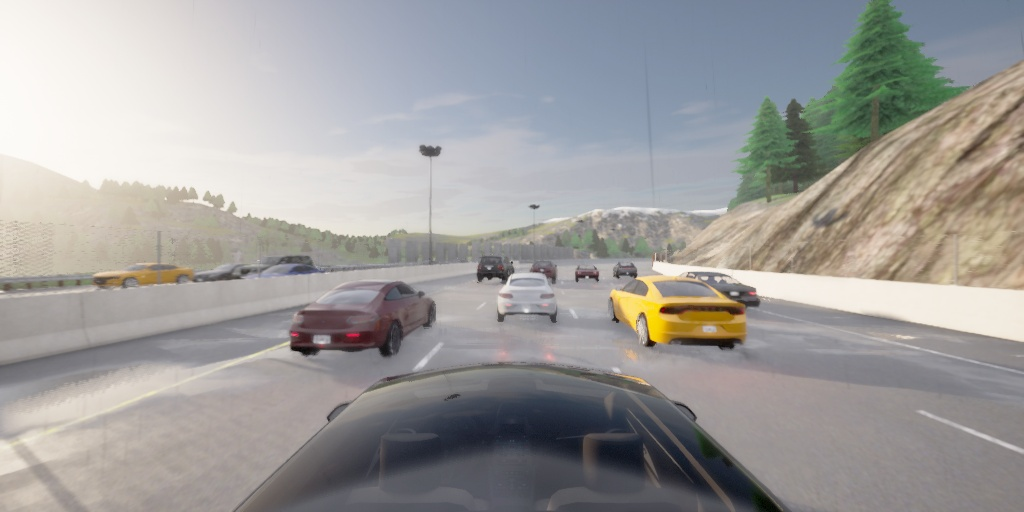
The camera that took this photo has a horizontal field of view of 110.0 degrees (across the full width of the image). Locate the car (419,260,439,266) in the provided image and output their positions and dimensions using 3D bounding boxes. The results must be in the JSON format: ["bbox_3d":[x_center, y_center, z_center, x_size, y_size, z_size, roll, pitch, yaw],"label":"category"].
[{"bbox_3d":[-14.488,1.305,62.514,1.994,1.385,4.181,0,0,18],"label":"car"}]

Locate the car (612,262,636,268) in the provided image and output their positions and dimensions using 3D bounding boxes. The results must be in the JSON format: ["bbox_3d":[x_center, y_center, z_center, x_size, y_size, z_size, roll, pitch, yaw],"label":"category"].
[{"bbox_3d":[10.417,1.283,33.208,2.128,1.511,4.902,0,0,11],"label":"car"}]

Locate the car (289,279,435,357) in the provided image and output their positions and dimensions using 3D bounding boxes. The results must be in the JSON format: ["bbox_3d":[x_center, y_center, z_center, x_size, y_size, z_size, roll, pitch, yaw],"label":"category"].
[{"bbox_3d":[-3.176,1.271,8.461,1.812,1.442,4.674,0,0,2],"label":"car"}]

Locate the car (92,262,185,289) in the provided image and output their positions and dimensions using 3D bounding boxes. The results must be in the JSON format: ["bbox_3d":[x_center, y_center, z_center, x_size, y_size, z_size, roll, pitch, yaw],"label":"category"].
[{"bbox_3d":[-23.257,1.178,22.906,1.882,1.535,5.008,0,0,7],"label":"car"}]

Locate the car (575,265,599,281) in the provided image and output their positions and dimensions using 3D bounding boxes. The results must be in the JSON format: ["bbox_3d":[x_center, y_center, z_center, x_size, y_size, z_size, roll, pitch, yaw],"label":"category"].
[{"bbox_3d":[6.293,1.380,30.381,1.895,1.301,4.718,0,0,10],"label":"car"}]

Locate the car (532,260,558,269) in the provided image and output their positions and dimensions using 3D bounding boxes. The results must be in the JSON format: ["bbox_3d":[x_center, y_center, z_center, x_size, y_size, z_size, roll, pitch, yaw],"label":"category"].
[{"bbox_3d":[2.674,1.122,29.814,2.097,1.767,4.553,0,0,9],"label":"car"}]

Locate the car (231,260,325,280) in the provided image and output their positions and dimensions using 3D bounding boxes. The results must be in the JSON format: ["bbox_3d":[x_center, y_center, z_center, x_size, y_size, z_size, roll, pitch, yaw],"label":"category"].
[{"bbox_3d":[-12.946,1.203,20.639,1.882,1.535,5.008,0,0,6],"label":"car"}]

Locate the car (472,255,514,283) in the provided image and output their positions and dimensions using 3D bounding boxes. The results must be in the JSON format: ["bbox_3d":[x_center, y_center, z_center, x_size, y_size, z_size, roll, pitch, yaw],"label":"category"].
[{"bbox_3d":[-1.203,0.981,28.028,2.150,2.045,5.566,0,0,9],"label":"car"}]

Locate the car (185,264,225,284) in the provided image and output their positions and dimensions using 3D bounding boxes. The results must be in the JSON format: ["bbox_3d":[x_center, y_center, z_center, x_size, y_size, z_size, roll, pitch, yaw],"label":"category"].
[{"bbox_3d":[-19.479,1.237,25.025,1.812,1.442,4.674,0,0,8],"label":"car"}]

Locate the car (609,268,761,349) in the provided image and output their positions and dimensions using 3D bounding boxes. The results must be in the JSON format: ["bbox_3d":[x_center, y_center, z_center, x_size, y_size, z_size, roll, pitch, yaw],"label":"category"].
[{"bbox_3d":[3.883,1.241,9.302,1.882,1.535,5.008,0,0,3],"label":"car"}]

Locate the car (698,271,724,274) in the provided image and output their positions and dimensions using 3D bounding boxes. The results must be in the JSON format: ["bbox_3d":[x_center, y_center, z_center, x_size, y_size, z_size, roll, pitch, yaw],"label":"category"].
[{"bbox_3d":[7.711,1.323,14.577,2.033,1.411,5.357,0,0,5],"label":"car"}]

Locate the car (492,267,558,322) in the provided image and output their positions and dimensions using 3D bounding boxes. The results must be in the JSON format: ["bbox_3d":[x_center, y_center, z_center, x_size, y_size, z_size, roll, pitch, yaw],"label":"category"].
[{"bbox_3d":[0.556,1.282,12.330,1.812,1.442,4.674,0,0,4],"label":"car"}]

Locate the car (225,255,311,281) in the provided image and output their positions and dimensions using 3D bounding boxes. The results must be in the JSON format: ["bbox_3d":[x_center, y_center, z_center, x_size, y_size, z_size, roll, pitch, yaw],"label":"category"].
[{"bbox_3d":[-16.015,0.941,24.588,2.150,2.045,5.566,0,0,7],"label":"car"}]
